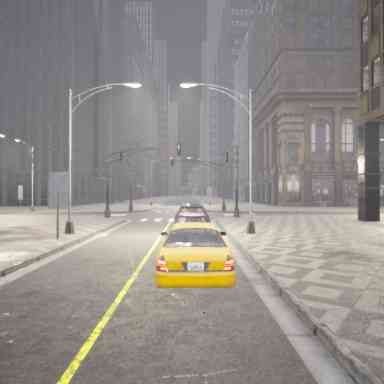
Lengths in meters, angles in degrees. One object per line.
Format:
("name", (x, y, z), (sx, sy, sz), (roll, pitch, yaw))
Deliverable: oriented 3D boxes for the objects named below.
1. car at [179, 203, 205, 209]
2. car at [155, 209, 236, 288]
("car", (-0.009, 1.454, 19.334), (2.033, 1.649, 4.856), (0, 0, -1))
("car", (0.050, 1.463, 9.192), (1.801, 1.575, 5.366), (0, 0, -1))
